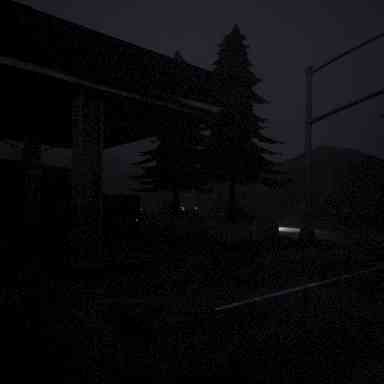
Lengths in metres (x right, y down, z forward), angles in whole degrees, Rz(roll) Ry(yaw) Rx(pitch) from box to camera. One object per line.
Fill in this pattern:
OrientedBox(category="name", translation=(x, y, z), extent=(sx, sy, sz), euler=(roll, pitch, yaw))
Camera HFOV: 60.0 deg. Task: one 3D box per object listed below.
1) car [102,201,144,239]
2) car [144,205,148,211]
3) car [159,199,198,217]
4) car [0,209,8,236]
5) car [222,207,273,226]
OrientedBox(category="car", translation=(-4.539, 1.446, 18.283), extent=(1.905, 1.878, 3.866), euler=(1, 0, -36))
OrientedBox(category="car", translation=(-7.487, 1.664, 41.317), extent=(2.033, 1.411, 5.357), euler=(1, 0, -35))
OrientedBox(category="car", translation=(-1.339, 1.540, 32.653), extent=(2.097, 1.767, 4.553), euler=(1, 0, -36))
OrientedBox(category="car", translation=(-11.671, 1.520, 18.466), extent=(2.242, 1.667, 4.611), euler=(1, 0, -36))
OrientedBox(category="car", translation=(4.080, 1.815, 25.013), extent=(1.994, 1.385, 4.181), euler=(1, 0, -35))
